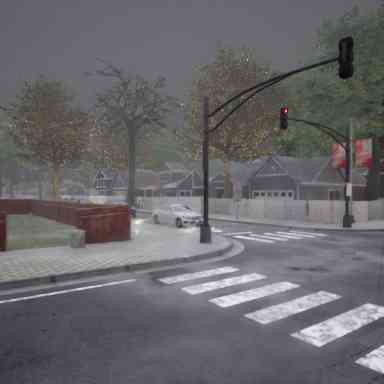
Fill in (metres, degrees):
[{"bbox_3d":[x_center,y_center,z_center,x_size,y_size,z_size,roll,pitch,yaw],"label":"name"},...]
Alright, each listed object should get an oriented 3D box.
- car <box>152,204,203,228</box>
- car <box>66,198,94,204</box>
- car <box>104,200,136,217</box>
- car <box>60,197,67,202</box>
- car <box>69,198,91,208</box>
[{"bbox_3d":[-1.043,1.551,22.621,1.812,1.442,4.674,0,0,-36],"label":"car"},{"bbox_3d":[-12.873,1.534,39.168,1.882,1.535,5.008,0,0,-35],"label":"car"},{"bbox_3d":[-6.883,1.517,30.789,1.882,1.535,5.008,0,0,-36],"label":"car"},{"bbox_3d":[-22.422,1.606,57.379,2.128,1.511,4.902,0,0,-36],"label":"car"},{"bbox_3d":[-16.759,1.659,49.573,1.994,1.385,4.181,0,0,-35],"label":"car"}]
